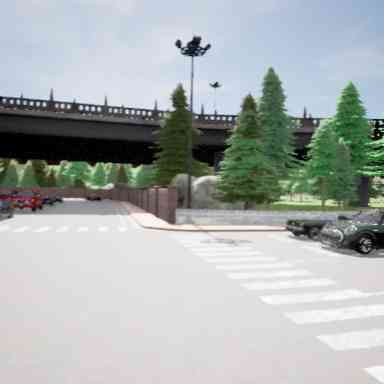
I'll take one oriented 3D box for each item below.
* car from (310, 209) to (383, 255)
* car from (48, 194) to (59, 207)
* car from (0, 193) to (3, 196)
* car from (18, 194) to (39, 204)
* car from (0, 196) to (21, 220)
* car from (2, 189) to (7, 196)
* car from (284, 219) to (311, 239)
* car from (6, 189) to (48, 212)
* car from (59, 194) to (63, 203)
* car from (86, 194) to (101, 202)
[{"bbox_3d":[7.663,1.505,13.787,4.553,1.767,2.097,1,0,-13],"label":"car"},{"bbox_3d":[-18.961,1.127,43.187,1.994,1.385,4.181,1,0,-14],"label":"car"},{"bbox_3d":[-19.416,1.065,30.747,1.812,1.442,4.674,1,0,-14],"label":"car"},{"bbox_3d":[-24.395,0.995,49.836,1.994,1.385,4.181,1,0,-16],"label":"car"},{"bbox_3d":[-13.822,1.222,23.095,2.033,1.411,5.357,1,0,-15],"label":"car"},{"bbox_3d":[-21.826,0.709,40.178,2.150,2.045,5.566,1,0,-15],"label":"car"},{"bbox_3d":[7.277,1.748,17.311,4.718,1.301,1.895,1,0,-12],"label":"car"},{"bbox_3d":[-16.476,0.838,33.488,2.150,2.045,5.566,1,0,-14],"label":"car"},{"bbox_3d":[-21.743,1.049,53.479,2.033,1.411,5.357,1,0,-17],"label":"car"},{"bbox_3d":[-19.289,1.134,65.246,1.994,1.385,4.181,1,0,-34],"label":"car"}]
